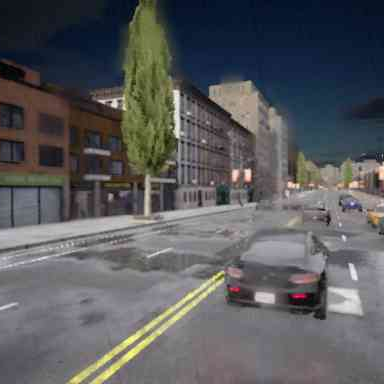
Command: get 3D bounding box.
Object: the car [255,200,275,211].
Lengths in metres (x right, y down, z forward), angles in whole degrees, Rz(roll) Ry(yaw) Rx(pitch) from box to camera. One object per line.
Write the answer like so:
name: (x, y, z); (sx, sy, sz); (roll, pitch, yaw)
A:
car: (9.293, 1.669, 42.071); (1.994, 1.385, 4.181); (0, 0, 23)

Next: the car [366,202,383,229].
car: (12.272, 1.436, 21.169); (1.801, 1.575, 5.366); (0, 0, 23)

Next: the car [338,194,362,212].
car: (18.832, 1.414, 39.351); (2.097, 1.767, 4.553); (0, -1, 23)

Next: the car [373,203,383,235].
car: (9.882, 1.479, 15.458); (1.837, 1.490, 4.892); (0, 0, 23)

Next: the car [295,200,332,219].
car: (8.997, 1.496, 24.035); (2.128, 1.511, 4.902); (0, 0, 23)

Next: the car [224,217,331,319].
car: (2.058, 1.525, 7.450); (1.812, 1.442, 4.674); (0, 0, 23)

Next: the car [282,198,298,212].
car: (12.119, 1.564, 40.411); (1.882, 1.535, 5.008); (0, 0, 23)
